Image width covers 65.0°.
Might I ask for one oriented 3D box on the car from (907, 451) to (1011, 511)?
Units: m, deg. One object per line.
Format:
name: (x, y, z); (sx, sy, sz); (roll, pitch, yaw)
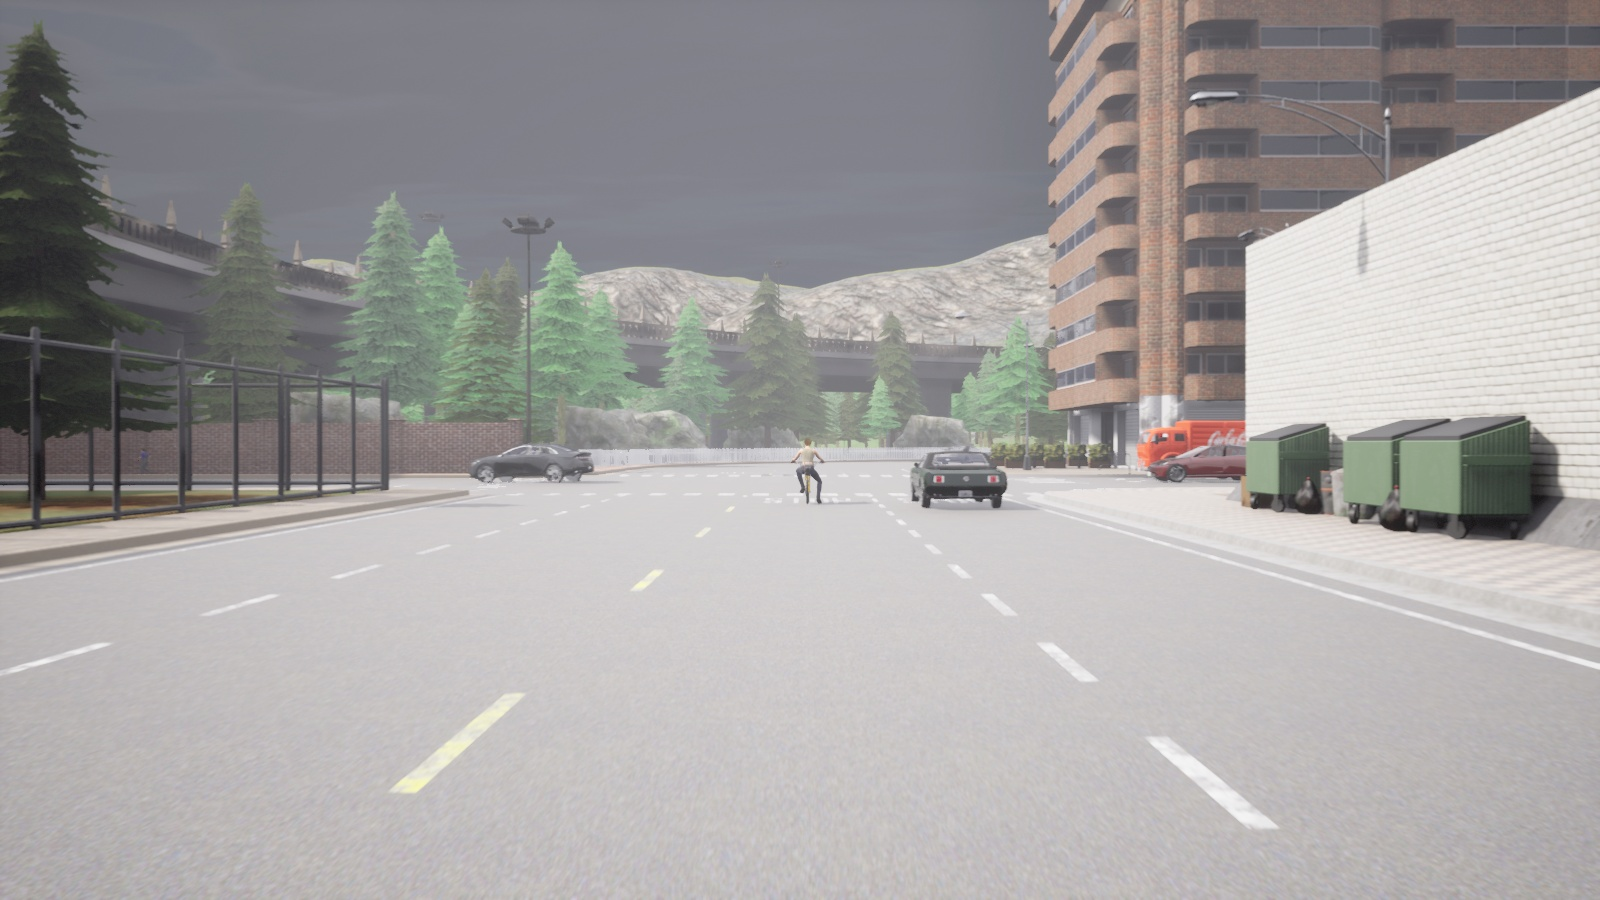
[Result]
car: (3.685, 0.681, 29.919); (1.895, 1.301, 4.718); (0, 0, 0)

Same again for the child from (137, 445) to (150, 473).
child: (-29.203, 0.402, 55.852); (0.437, 1.263, 0.270); (0, 0, -1)

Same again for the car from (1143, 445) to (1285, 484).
car: (16.012, 0.539, 48.761); (4.792, 1.488, 2.163); (0, 0, 0)

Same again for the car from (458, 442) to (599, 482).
car: (-10.470, 0.460, 48.523); (4.902, 1.511, 2.128); (-1, 0, 14)

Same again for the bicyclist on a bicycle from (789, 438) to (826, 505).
bicyclist on a bicycle: (0.188, 0.510, 30.719); (0.866, 1.612, 1.509); (0, 0, 1)

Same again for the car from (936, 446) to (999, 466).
car: (11.476, 0.373, 85.767); (1.895, 1.301, 4.718); (0, 0, 43)

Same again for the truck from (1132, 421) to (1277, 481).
truck: (16.742, 0.034, 52.256); (5.204, 2.467, 2.627); (0, 0, 0)
